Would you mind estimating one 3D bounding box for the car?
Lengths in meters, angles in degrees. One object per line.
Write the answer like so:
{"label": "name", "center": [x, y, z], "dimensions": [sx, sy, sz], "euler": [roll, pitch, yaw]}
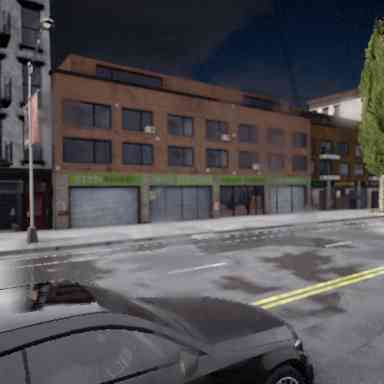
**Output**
{"label": "car", "center": [-0.991, 1.520, 2.737], "dimensions": [4.674, 1.442, 1.812], "euler": [-1, 0, -35]}
